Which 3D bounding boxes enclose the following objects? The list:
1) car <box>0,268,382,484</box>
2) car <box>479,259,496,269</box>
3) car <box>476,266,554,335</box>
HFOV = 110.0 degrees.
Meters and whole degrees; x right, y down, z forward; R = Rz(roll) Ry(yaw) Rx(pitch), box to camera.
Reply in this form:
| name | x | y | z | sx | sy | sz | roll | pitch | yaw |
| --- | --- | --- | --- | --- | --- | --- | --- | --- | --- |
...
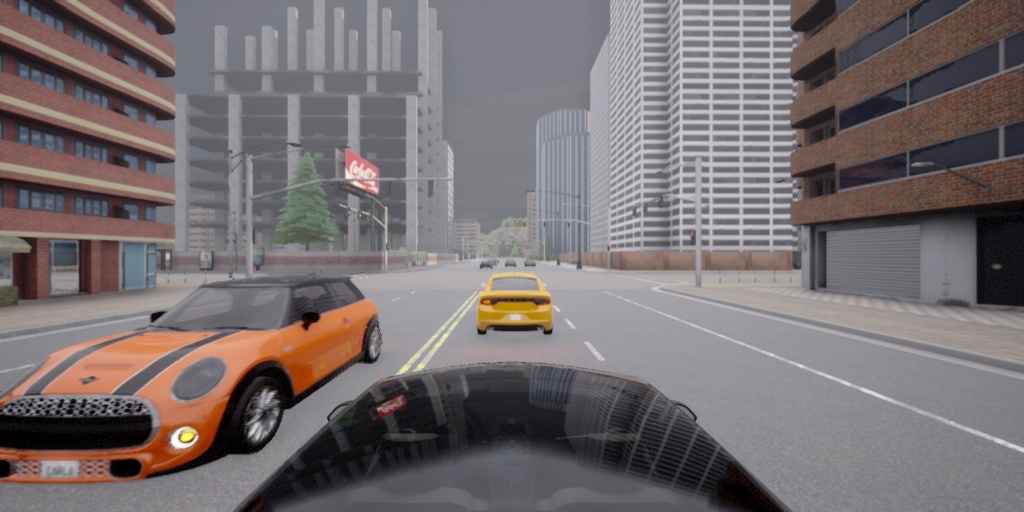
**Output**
| name | x | y | z | sx | sy | sz | roll | pitch | yaw |
| --- | --- | --- | --- | --- | --- | --- | --- | --- | --- |
| car | -3.588 | 1.101 | 5.089 | 2.097 | 1.767 | 4.553 | 0 | 0 | 0 |
| car | -3.868 | 1.320 | 54.080 | 1.895 | 1.301 | 4.718 | 0 | 0 | 0 |
| car | 0.063 | 1.222 | 10.548 | 1.882 | 1.535 | 5.008 | 0 | 0 | 0 |
